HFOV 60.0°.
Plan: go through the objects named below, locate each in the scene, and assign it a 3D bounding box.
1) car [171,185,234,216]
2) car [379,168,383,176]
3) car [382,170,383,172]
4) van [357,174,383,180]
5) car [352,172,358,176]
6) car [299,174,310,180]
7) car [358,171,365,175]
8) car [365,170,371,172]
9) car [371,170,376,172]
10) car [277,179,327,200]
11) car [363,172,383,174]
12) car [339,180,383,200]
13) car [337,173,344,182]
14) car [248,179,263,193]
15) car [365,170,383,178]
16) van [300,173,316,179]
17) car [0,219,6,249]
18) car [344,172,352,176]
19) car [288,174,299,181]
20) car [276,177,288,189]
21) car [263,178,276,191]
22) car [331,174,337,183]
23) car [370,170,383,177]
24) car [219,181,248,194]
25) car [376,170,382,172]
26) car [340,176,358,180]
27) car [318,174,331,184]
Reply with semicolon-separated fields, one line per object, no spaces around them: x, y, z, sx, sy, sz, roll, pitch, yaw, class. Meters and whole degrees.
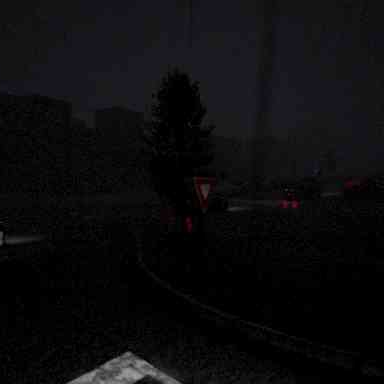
0.676;0.664;25.001;4.553;1.767;2.097;-4;4;-43;car
48.708;-4.971;81.047;5.566;2.045;2.435;-1;4;30;car
39.846;-4.088;73.432;4.553;1.767;2.185;-1;4;30;car
19.116;-0.535;32.854;4.442;1.987;1.878;1;5;31;van
28.719;-2.899;63.932;4.892;1.521;2.231;-1;4;29;car
15.418;-1.597;52.445;5.008;1.535;2.097;-1;4;29;car
30.939;-3.116;65.836;4.892;1.521;2.231;-1;4;29;car
33.160;-3.334;67.746;5.008;1.535;2.097;-1;4;29;car
35.398;-3.673;69.629;4.553;1.767;2.185;-1;4;29;car
11.396;-0.133;34.231;4.902;1.511;2.128;-6;5;-40;car
21.306;-0.783;34.808;5.566;2.045;2.435;1;6;31;car
16.699;-0.092;31.046;5.008;1.535;2.097;1;5;31;car
24.308;-2.437;60.100;4.792;1.488;2.163;-1;4;29;car
6.578;-0.694;44.698;4.792;1.488;2.163;-1;4;29;car
42.060;-4.163;75.355;5.008;1.535;2.097;-1;4;30;car
17.525;-2.038;54.407;4.442;1.987;1.878;-1;4;29;van
-7.131;1.258;9.989;1.837;1.490;4.892;0;1;-15;car
26.493;-2.684;62.032;5.008;1.535;2.097;-1;4;29;car
13.222;-1.503;50.482;4.553;1.767;2.185;-1;4;29;car
10.959;-1.130;48.590;4.792;1.488;2.163;-1;4;29;car
8.786;-1.066;46.617;4.553;1.767;2.185;-1;4;29;car
22.060;-2.249;58.205;5.008;1.535;2.097;-1;4;29;car
44.279;-4.354;77.262;5.008;1.535;2.097;-1;3;30;car
4.335;-0.464;42.776;4.674;1.452;2.002;-1;4;29;car
37.606;-3.720;71.568;4.674;1.452;2.002;-1;4;30;car
20.850;-0.866;40.112;1.812;1.442;4.674;-5;5;-34;car
20.014;-2.037;56.191;5.366;1.575;1.946;-1;4;29;car
